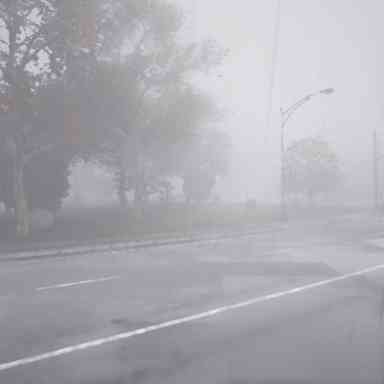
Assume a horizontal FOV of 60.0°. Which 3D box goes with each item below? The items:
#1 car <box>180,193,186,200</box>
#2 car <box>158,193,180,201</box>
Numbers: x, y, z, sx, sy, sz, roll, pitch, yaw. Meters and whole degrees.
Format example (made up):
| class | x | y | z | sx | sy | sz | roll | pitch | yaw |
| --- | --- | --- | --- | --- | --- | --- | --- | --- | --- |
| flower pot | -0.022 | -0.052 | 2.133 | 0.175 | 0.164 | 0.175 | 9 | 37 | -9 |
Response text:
| class | x | y | z | sx | sy | sz | roll | pitch | yaw |
| --- | --- | --- | --- | --- | --- | --- | --- | --- | --- |
| car | -2.403 | 0.946 | 68.734 | 1.895 | 1.301 | 4.718 | -3 | 1 | -39 |
| car | -5.010 | 1.046 | 66.388 | 1.994 | 1.385 | 4.181 | -3 | 1 | -39 |
